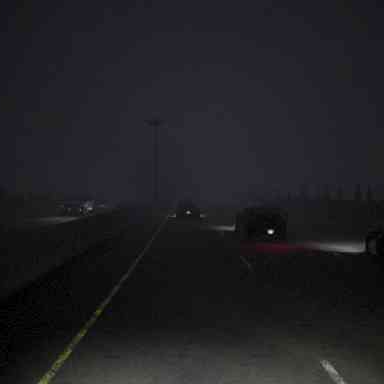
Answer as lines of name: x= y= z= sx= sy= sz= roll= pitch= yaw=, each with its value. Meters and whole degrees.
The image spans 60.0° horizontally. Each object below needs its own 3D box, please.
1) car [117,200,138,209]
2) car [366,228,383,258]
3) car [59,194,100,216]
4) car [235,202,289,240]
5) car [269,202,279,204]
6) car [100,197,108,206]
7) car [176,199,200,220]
car: x=-7.913 y=1.586 z=40.873 sx=1.895 sy=1.301 sz=4.718 roll=0 pitch=0 yaw=-1
car: x=7.054 y=1.501 z=9.793 sx=1.837 sy=1.490 sz=4.892 roll=0 pitch=0 yaw=-1
car: x=-11.191 y=1.210 z=32.939 sx=2.150 sy=2.045 sz=5.566 roll=0 pitch=0 yaw=-2
car: x=3.429 y=1.499 z=17.135 sx=1.837 sy=1.490 sz=4.892 roll=0 pitch=0 yaw=-1
car: x=6.648 y=1.554 z=28.029 sx=1.994 sy=1.385 sz=4.181 roll=0 pitch=0 yaw=-2
car: x=-15.290 y=1.507 z=55.511 sx=1.812 sy=1.442 sz=4.674 roll=0 pitch=0 yaw=-1
car: x=-0.346 y=1.553 z=27.726 sx=1.994 sy=1.385 sz=4.181 roll=0 pitch=0 yaw=-2
